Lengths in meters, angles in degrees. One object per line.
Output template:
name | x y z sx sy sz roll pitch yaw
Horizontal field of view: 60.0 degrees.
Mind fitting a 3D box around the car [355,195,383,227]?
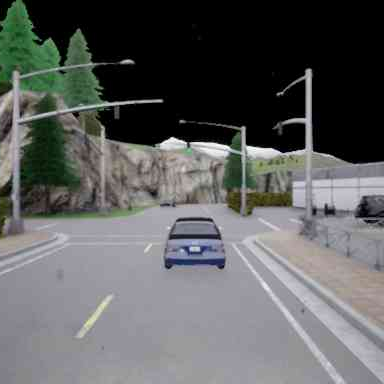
car | 13.745 1.213 21.773 5.566 2.045 2.150 0 0 5

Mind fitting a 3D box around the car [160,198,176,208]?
car | -3.393 1.545 47.265 1.994 1.385 4.181 0 0 3

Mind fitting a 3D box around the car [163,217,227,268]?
car | 0.085 1.543 11.237 2.033 1.411 5.357 0 0 0
